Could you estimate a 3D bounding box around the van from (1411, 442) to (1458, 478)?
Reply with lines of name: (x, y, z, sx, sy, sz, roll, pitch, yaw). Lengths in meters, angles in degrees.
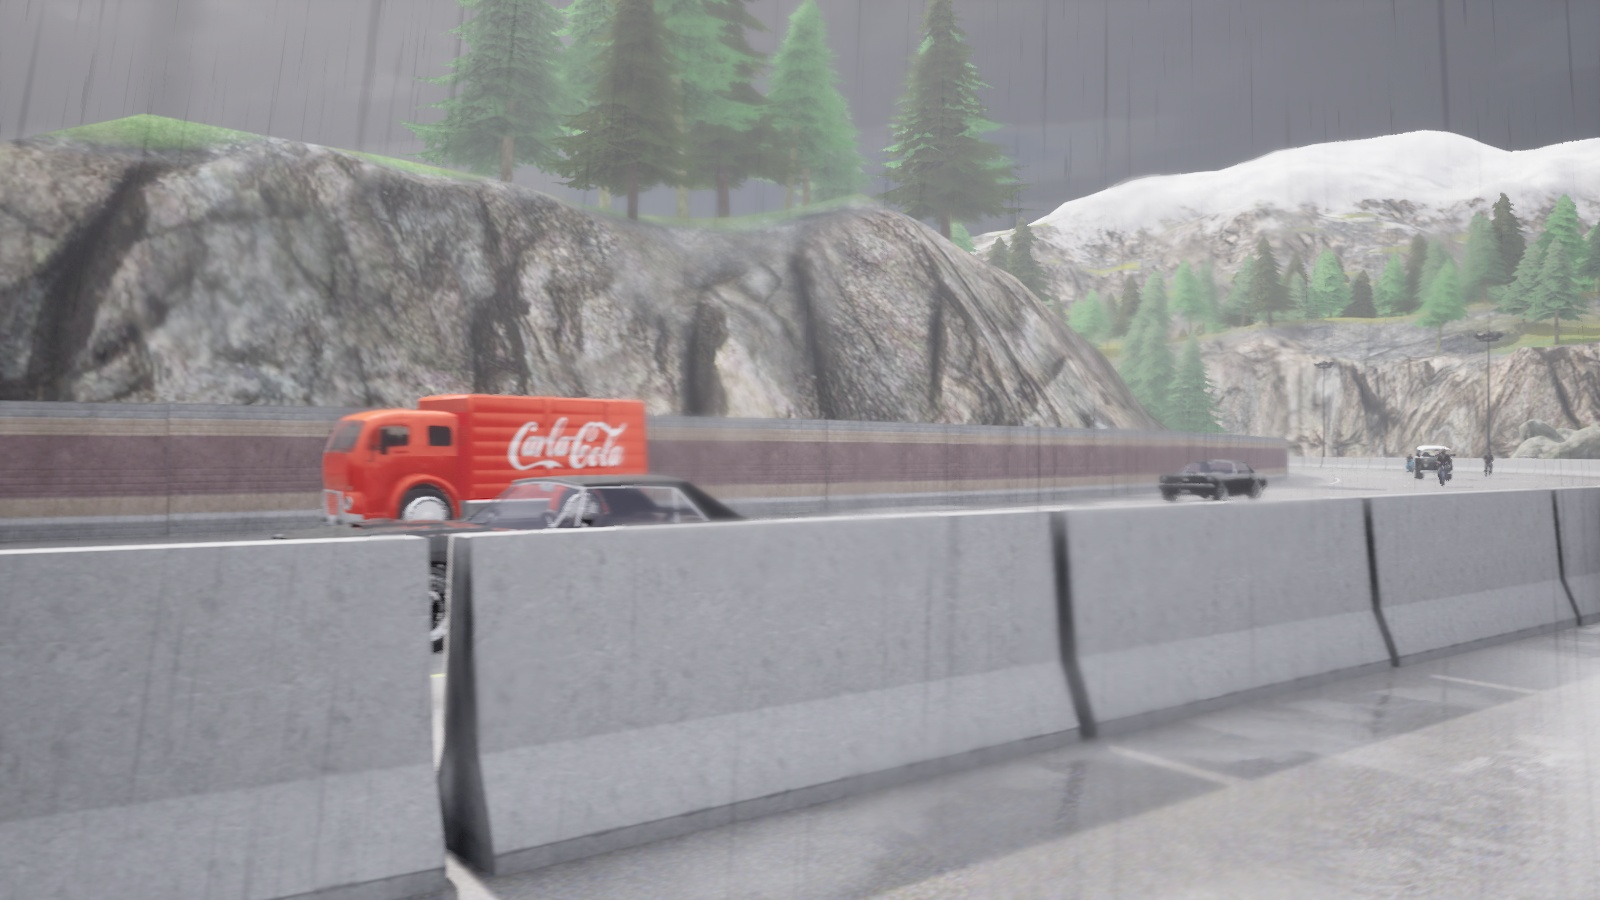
van: (37.793, 0.582, 74.862, 2.069, 2.038, 4.480, 0, 1, 21)

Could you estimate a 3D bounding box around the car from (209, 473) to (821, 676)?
car: (-2.266, 0.880, 10.686, 4.718, 1.301, 1.895, 0, 0, -37)

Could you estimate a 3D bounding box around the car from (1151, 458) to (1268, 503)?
car: (12.965, 0.925, 39.610, 1.895, 1.301, 4.718, 0, 0, 40)

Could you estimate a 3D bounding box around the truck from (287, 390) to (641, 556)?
truck: (-5.635, 0.328, 21.386, 5.204, 2.467, 2.627, 0, 0, -39)
